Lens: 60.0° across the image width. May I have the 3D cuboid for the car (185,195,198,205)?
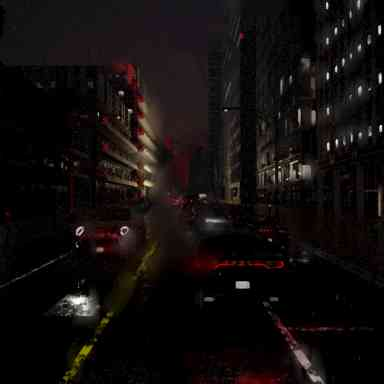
[{"bbox_3d":[-0.099,1.362,58.893,2.097,1.767,4.553,0,0,0],"label":"car"}]

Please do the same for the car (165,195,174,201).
[{"bbox_3d":[-5.786,1.535,85.692,1.752,1.417,4.829,1,0,0],"label":"car"}]

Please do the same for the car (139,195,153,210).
[{"bbox_3d":[-5.734,1.449,35.943,1.967,1.590,4.097,1,0,0],"label":"car"}]

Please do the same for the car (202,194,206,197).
[{"bbox_3d":[2.616,1.535,52.847,1.752,1.417,4.829,1,0,0],"label":"car"}]

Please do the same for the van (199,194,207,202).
[{"bbox_3d":[2.573,1.351,80.417,1.690,1.788,3.998,1,0,0],"label":"van"}]

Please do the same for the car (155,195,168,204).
[{"bbox_3d":[-5.781,1.451,63.676,1.967,1.590,4.097,1,0,0],"label":"car"}]

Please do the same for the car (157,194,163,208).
[{"bbox_3d":[-5.750,1.325,47.036,2.192,1.841,5.009,1,0,0],"label":"car"}]

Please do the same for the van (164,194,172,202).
[{"bbox_3d":[-5.781,1.351,80.316,1.690,1.788,3.998,1,0,0],"label":"van"}]

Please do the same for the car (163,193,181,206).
[{"bbox_3d":[-3.181,1.362,55.365,2.097,1.767,4.553,0,0,0],"label":"car"}]

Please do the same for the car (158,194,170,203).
[{"bbox_3d":[-5.791,1.326,69.223,2.192,1.841,5.009,1,0,0],"label":"car"}]

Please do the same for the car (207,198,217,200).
[{"bbox_3d":[2.653,1.553,30.486,1.887,1.381,4.507,1,0,0],"label":"car"}]

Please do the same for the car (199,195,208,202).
[{"bbox_3d":[2.581,1.451,74.869,1.967,1.590,4.097,1,0,0],"label":"car"}]

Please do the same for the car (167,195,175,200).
[{"bbox_3d":[-5.797,1.590,91.409,1.802,1.307,4.206,1,0,0],"label":"car"}]

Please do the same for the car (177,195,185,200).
[{"bbox_3d":[-3.157,1.500,93.684,2.128,1.511,4.902,0,0,0],"label":"car"}]

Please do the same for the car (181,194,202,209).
[{"bbox_3d":[-0.064,1.231,45.515,2.150,2.045,5.566,0,0,0],"label":"car"}]

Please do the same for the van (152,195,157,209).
[{"bbox_3d":[-5.741,1.350,41.489,1.690,1.788,3.998,1,0,0],"label":"van"}]

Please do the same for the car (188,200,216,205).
[{"bbox_3d":[0.807,1.534,24.315,1.812,1.442,4.674,0,0,0],"label":"car"}]

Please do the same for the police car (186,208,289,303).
[{"bbox_3d":[0.885,1.428,8.425,1.930,1.638,5.238,0,0,0],"label":"police car"}]

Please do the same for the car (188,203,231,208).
[{"bbox_3d":[0.849,1.532,18.317,1.812,1.442,4.674,0,0,0],"label":"car"}]

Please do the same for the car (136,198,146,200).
[{"bbox_3d":[-5.727,1.553,30.396,1.887,1.381,4.507,1,0,0],"label":"car"}]

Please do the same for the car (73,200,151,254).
[{"bbox_3d":[-3.123,1.356,13.454,2.097,1.767,4.553,0,0,0],"label":"car"}]

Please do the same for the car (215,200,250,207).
[{"bbox_3d":[2.673,1.446,19.389,1.967,1.590,4.097,1,0,0],"label":"car"}]

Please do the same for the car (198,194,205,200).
[{"bbox_3d":[2.553,1.449,91.513,1.967,1.590,4.097,1,0,0],"label":"car"}]

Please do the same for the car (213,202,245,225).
[{"bbox_3d":[2.663,1.552,24.937,1.887,1.381,4.507,1,0,0],"label":"car"}]

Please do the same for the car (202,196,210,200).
[{"bbox_3d":[2.634,1.560,41.581,2.008,1.369,4.403,1,0,0],"label":"car"}]

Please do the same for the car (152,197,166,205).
[{"bbox_3d":[-5.773,1.561,58.129,2.008,1.369,4.403,1,0,0],"label":"car"}]
